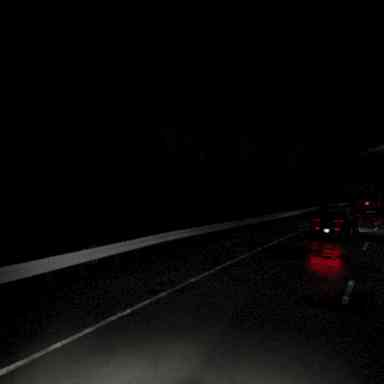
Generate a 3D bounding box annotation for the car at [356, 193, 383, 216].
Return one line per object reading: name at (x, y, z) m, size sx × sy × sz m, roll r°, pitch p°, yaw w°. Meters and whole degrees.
car at (17.402, 1.160, 32.309) m, size 2.150 × 2.045 × 5.566 m, roll 0°, pitch 0°, yaw 35°

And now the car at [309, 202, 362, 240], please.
car at (7.375, 1.472, 17.096) m, size 1.837 × 1.490 × 4.892 m, roll 0°, pitch 0°, yaw 32°
